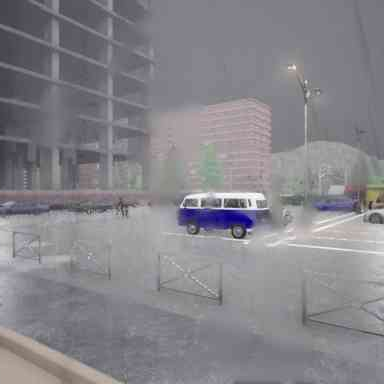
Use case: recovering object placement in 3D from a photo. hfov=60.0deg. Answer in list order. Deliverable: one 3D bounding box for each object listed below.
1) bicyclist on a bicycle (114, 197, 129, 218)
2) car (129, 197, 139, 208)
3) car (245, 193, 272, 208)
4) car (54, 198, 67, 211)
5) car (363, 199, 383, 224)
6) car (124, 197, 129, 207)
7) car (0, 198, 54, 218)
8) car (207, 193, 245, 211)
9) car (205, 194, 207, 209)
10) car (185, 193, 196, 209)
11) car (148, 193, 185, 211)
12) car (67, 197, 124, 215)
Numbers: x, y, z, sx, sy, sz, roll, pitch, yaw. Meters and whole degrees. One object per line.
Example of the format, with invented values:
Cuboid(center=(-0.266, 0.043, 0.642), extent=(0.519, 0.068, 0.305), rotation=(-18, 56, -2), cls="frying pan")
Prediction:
Cuboid(center=(-5.482, 1.248, 25.945), extent=(1.656, 1.620, 0.582), rotation=(0, 0, 35), cls="bicyclist on a bicycle")
Cuboid(center=(-9.376, 1.436, 45.547), extent=(2.128, 1.511, 4.902), rotation=(0, 0, 35), cls="car")
Cuboid(center=(11.046, 1.436, 56.138), extent=(2.128, 1.511, 4.902), rotation=(0, 0, 35), cls="car")
Cuboid(center=(-15.297, 1.436, 37.159), extent=(2.128, 1.511, 4.902), rotation=(0, 0, 35), cls="car")
Cuboid(center=(13.270, 1.395, 21.463), extent=(3.806, 1.475, 1.970), rotation=(0, 0, 36), cls="car")
Cuboid(center=(-10.015, 1.449, 38.577), extent=(1.837, 1.490, 4.892), rotation=(0, 0, 35), cls="car")
Cuboid(center=(-15.837, 1.492, 30.320), extent=(2.033, 1.411, 5.357), rotation=(0, 0, 35), cls="car")
Cuboid(center=(4.944, 1.166, 47.411), extent=(2.150, 2.045, 5.566), rotation=(0, 0, 36), cls="car")
Cuboid(center=(4.621, 1.436, 52.970), extent=(2.128, 1.511, 4.902), rotation=(0, 0, 35), cls="car")
Cuboid(center=(-2.263, 1.160, 55.553), extent=(2.150, 2.045, 5.566), rotation=(0, 1, 35), cls="car")
Cuboid(center=(-3.841, 1.166, 47.305), extent=(2.150, 2.045, 5.566), rotation=(0, 0, 35), cls="car")
Cuboid(center=(-9.462, 1.449, 32.935), extent=(1.837, 1.490, 4.892), rotation=(0, 0, 35), cls="car")
